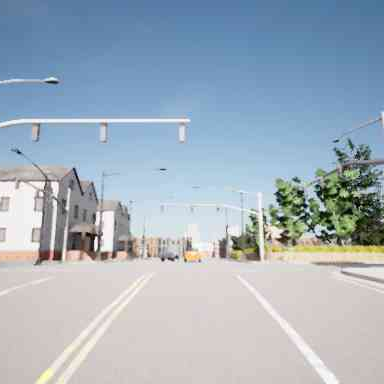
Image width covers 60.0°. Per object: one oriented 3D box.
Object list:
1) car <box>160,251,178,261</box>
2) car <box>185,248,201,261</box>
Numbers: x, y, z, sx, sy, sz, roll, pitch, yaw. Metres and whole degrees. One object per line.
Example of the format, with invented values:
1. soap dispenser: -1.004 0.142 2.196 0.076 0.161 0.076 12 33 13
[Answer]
1. car: -3.573 9.389 48.829 2.033 1.411 5.357 0 -11 0
2. car: 0.100 8.407 44.747 2.097 1.767 4.553 0 -11 0
